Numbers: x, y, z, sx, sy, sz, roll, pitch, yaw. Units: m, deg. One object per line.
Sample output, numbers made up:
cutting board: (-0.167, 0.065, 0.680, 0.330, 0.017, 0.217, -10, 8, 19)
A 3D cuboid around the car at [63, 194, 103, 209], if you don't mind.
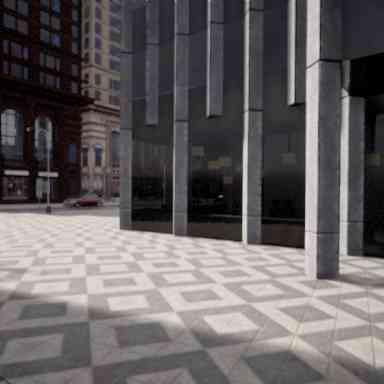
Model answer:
car: (-12.757, 1.042, 38.949, 2.097, 1.767, 4.553, 1, 0, 36)
